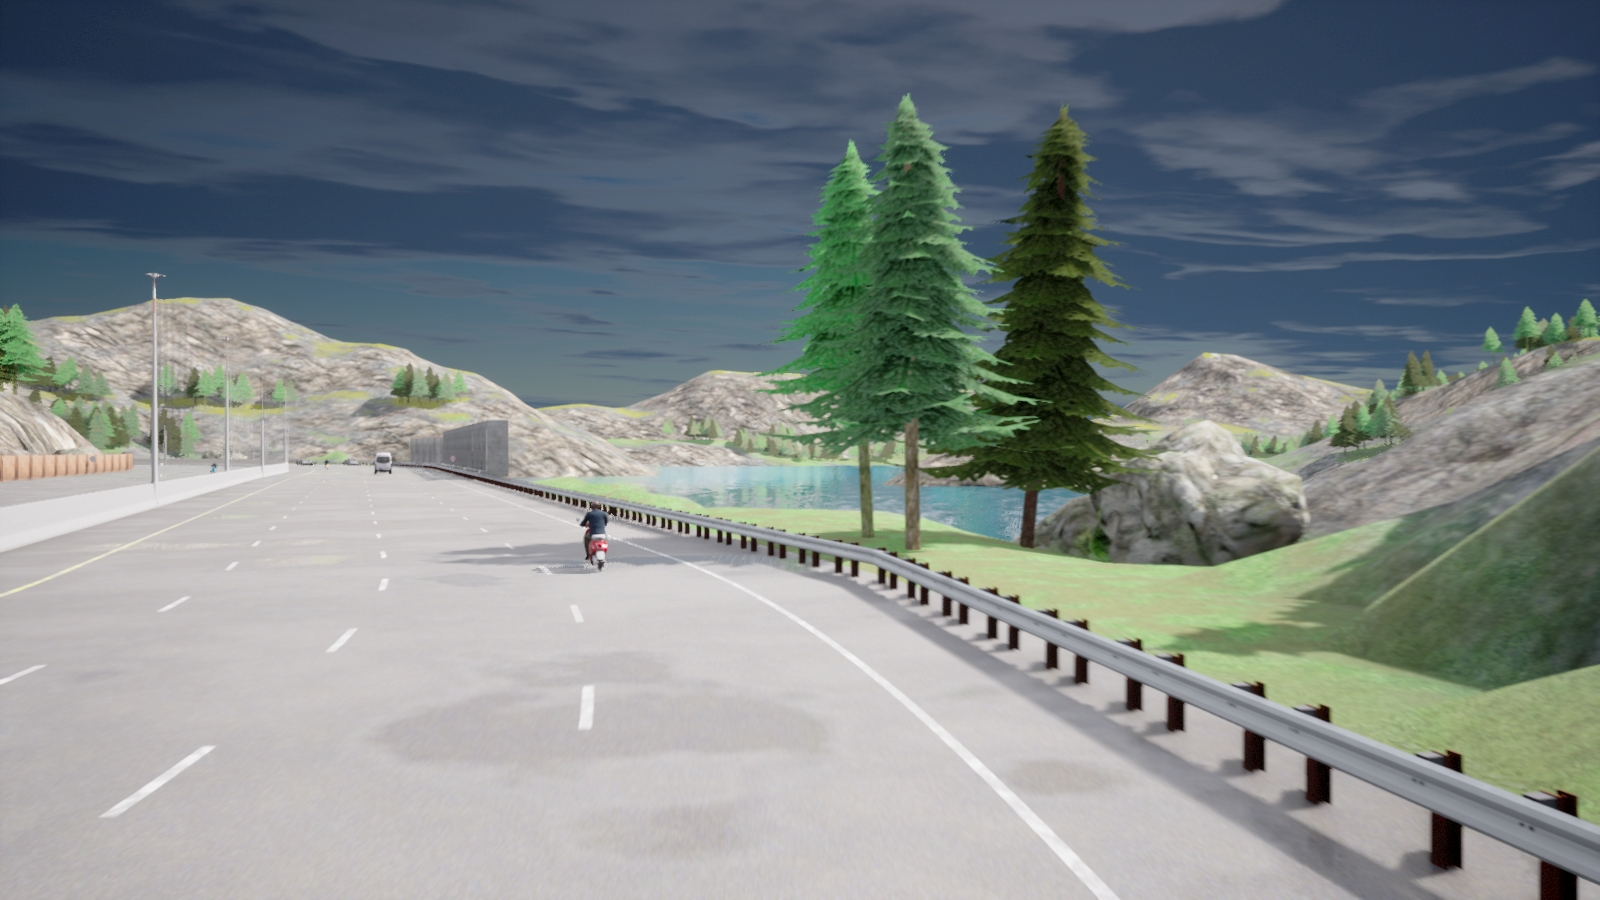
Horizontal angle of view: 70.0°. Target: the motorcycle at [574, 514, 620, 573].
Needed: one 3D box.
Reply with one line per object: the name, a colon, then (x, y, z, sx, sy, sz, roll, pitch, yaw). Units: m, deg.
motorcycle: (-4.828, 2.192, 27.095, 0.856, 1.236, 1.805, -2, 0, -17)
